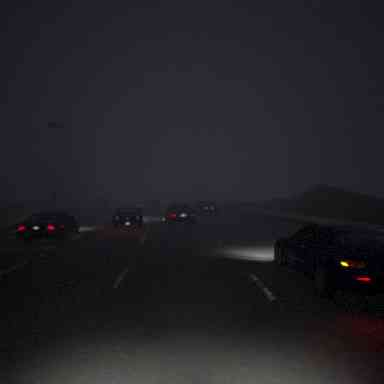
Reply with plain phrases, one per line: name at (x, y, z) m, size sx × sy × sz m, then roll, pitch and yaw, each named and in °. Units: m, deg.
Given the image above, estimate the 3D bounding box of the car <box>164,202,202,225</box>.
car at (-0.963, 1.579, 24.319) m, size 2.033 × 1.411 × 5.357 m, roll -1°, pitch 0°, yaw -9°

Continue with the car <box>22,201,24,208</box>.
car at (-23.783, 1.940, 47.019) m, size 1.895 × 1.301 × 4.718 m, roll -1°, pitch 0°, yaw -15°

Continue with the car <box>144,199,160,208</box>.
car at (-6.310, 1.722, 51.495) m, size 1.895 × 1.301 × 4.718 m, roll -1°, pitch 0°, yaw -16°

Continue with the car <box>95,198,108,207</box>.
car at (-15.640, 1.735, 57.370) m, size 2.128 × 1.511 × 4.902 m, roll 0°, pitch 0°, yaw -19°

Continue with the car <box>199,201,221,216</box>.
car at (1.392, 1.556, 33.334) m, size 2.033 × 1.411 × 5.357 m, roll -1°, pitch 0°, yaw -12°

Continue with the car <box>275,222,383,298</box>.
car at (3.528, 1.488, 8.332) m, size 1.812 × 1.442 × 4.674 m, roll 0°, pitch 0°, yaw -3°

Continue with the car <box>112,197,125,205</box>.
car at (-14.140, 1.720, 63.754) m, size 2.128 × 1.511 × 4.902 m, roll 0°, pitch 0°, yaw -20°

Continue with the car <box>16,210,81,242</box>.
car at (-7.189, 1.652, 17.155) m, size 2.033 × 1.411 × 5.357 m, roll -1°, pitch 0°, yaw -7°

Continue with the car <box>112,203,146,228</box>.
car at (-4.318, 1.674, 22.937) m, size 1.895 × 1.301 × 4.718 m, roll -1°, pitch 0°, yaw -8°
